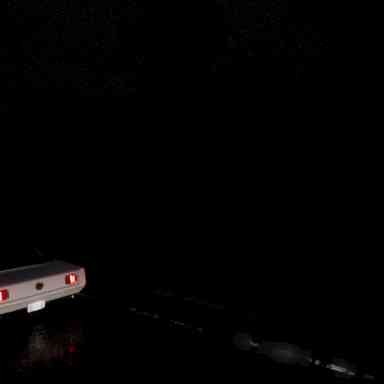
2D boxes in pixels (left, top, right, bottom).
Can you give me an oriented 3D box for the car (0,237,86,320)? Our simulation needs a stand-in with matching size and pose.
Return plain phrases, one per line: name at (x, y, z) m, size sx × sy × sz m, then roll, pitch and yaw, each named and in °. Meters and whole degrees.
car at (-4.380, 1.600, 6.803) m, size 4.718 × 1.301 × 1.895 m, roll 0°, pitch 0°, yaw 36°
